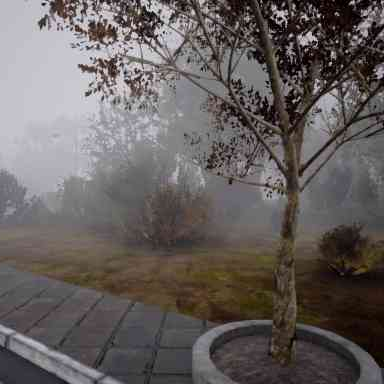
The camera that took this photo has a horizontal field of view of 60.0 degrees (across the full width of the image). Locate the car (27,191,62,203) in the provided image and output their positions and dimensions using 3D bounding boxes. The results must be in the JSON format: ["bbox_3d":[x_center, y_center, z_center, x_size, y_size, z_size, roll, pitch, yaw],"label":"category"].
[{"bbox_3d":[-18.391,0.939,41.852,2.150,2.045,5.566,1,0,32],"label":"car"}]
